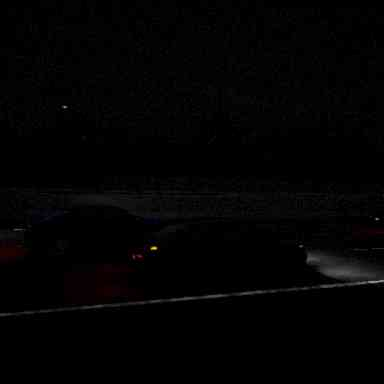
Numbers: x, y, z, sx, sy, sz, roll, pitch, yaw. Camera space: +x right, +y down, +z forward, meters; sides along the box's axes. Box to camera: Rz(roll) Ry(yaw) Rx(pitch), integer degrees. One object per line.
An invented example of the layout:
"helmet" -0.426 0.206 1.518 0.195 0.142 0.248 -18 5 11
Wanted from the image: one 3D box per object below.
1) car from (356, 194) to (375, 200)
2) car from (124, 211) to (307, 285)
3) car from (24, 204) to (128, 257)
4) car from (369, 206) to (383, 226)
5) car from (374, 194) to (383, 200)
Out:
"car" 25.230 1.080 46.557 4.892 1.490 1.837 1 2 -18
"car" 0.775 1.390 8.799 4.674 1.442 1.812 1 2 -19
"car" -2.878 1.180 11.262 5.008 1.535 1.882 1 2 -19
"car" 13.055 1.434 20.290 4.674 1.442 1.812 1 2 -19
"car" 26.885 1.192 43.425 4.902 1.511 2.128 1 2 -18
